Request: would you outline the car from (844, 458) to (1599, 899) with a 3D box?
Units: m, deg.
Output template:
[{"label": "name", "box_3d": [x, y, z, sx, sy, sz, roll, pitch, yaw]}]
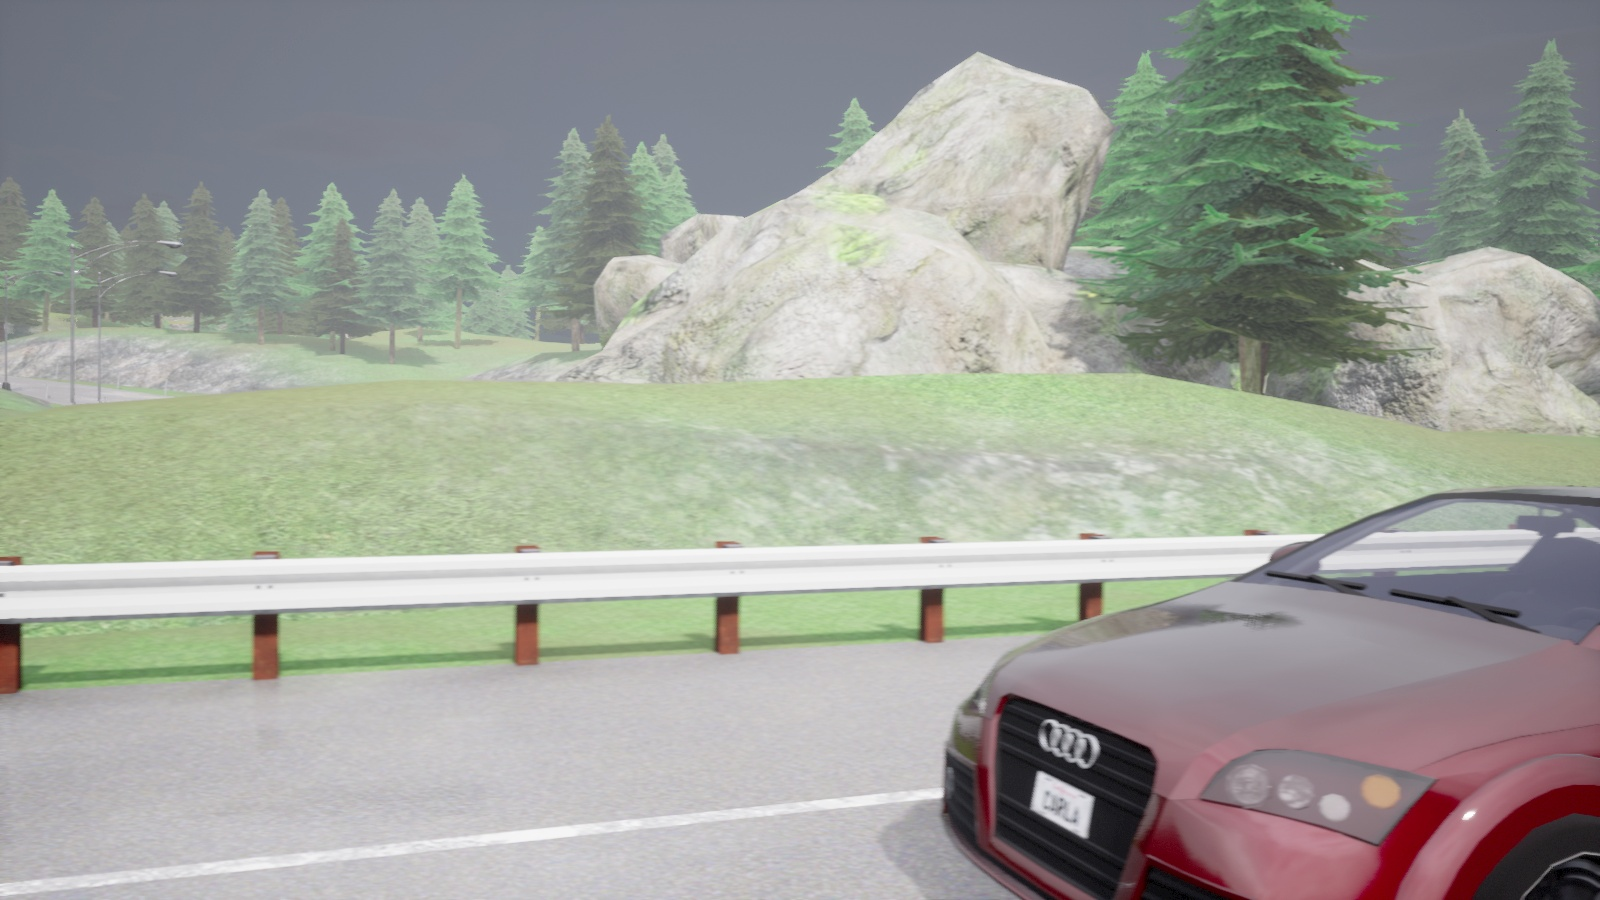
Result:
[{"label": "car", "box_3d": [2.466, 0.767, 4.169, 4.181, 1.385, 1.994, -1, 1, -21]}]
